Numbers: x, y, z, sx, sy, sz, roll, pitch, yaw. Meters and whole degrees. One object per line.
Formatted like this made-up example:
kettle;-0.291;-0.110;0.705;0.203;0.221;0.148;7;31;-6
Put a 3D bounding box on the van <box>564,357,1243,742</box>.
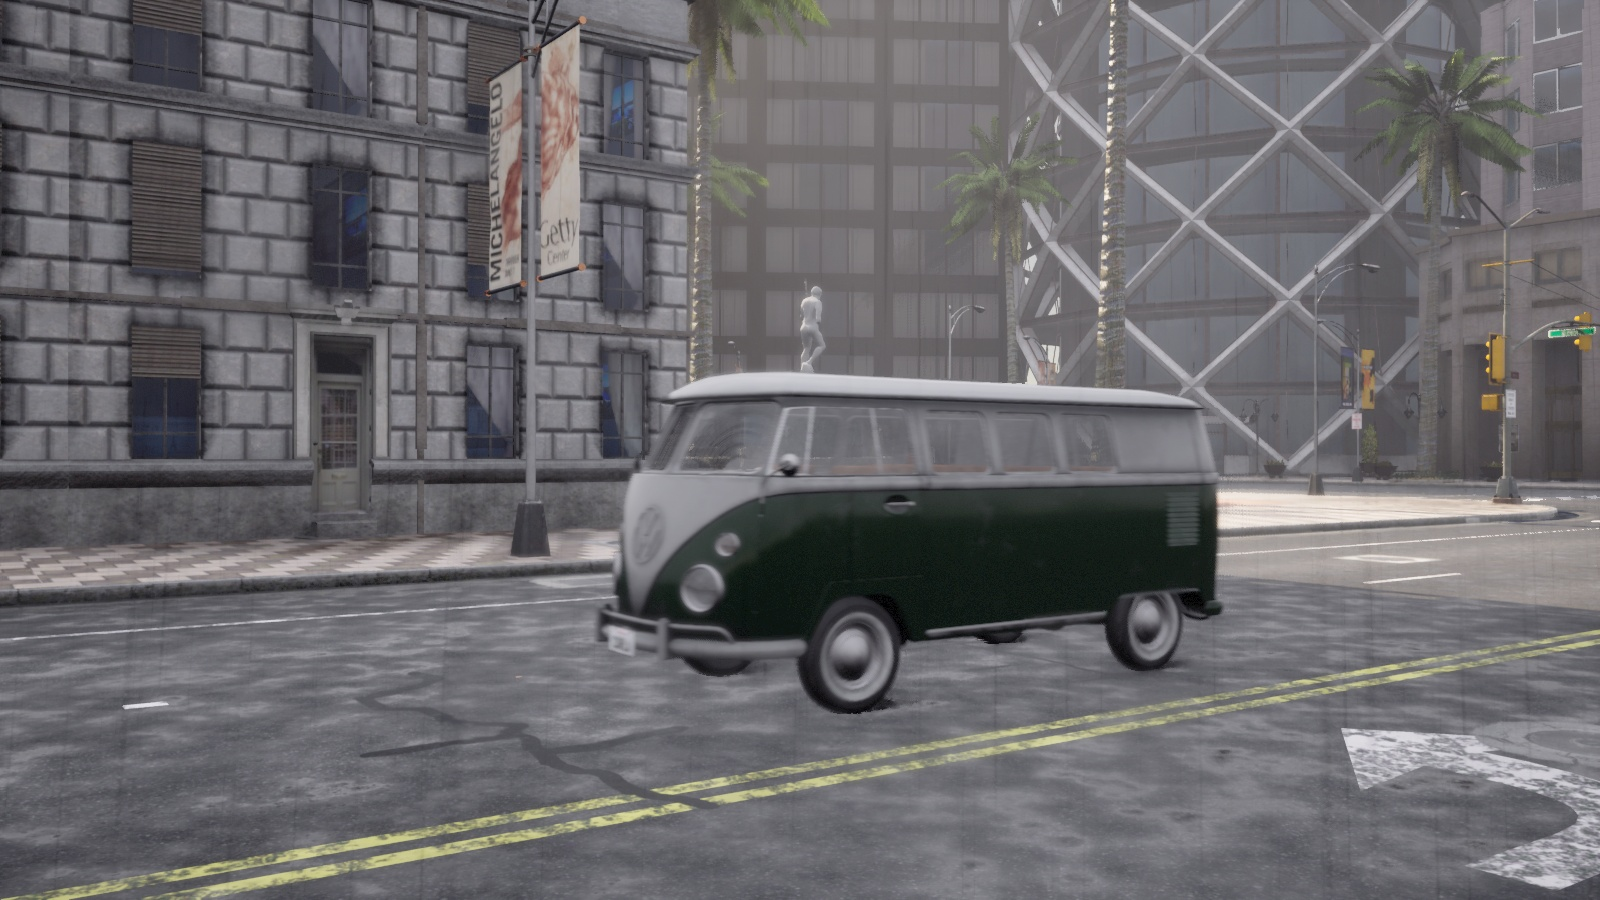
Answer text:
van;0.841;0.517;8.485;4.442;1.987;1.775;0;0;-35
